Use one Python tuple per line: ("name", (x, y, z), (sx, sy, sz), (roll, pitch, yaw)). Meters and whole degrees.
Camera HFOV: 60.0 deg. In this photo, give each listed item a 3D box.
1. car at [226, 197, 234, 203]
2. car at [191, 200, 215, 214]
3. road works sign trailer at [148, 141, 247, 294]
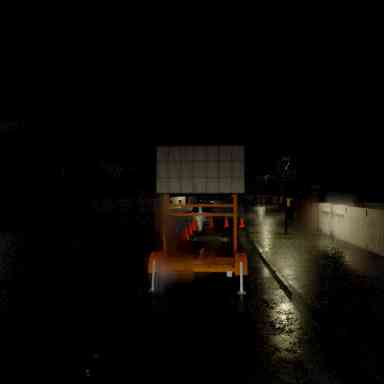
("car", (8.316, 1.773, 72.567), (1.895, 1.301, 4.718), (0, 0, 5))
("car", (1.335, 1.612, 35.973), (2.033, 1.411, 5.357), (0, 0, 13))
("road works sign trailer", (0.228, 0.470, 8.849), (2.380, 3.560, 2.880), (0, 0, 5))
